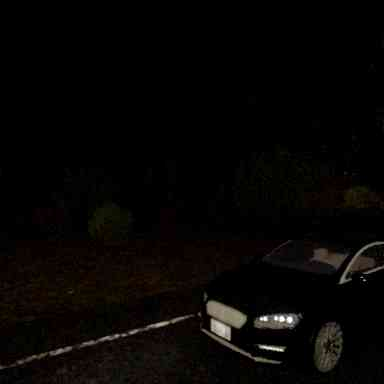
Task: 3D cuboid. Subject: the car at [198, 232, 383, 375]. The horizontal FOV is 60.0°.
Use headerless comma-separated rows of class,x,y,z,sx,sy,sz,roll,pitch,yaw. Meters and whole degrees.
car,2.357,1.489,5.673,4.902,1.511,2.128,0,0,-36
